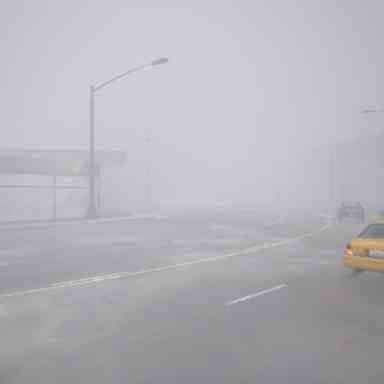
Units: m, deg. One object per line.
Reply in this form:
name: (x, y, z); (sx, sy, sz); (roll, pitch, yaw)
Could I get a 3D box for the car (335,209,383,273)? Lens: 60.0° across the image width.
car: (6.174, 1.455, 9.772); (1.801, 1.575, 5.366); (0, 0, 44)

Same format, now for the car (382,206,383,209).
car: (16.059, 1.526, 25.933); (1.812, 1.442, 4.674); (0, 0, 20)

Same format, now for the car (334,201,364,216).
car: (12.745, 1.492, 27.025); (2.128, 1.511, 4.902); (0, 0, 20)
